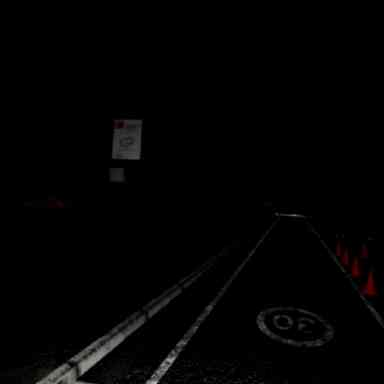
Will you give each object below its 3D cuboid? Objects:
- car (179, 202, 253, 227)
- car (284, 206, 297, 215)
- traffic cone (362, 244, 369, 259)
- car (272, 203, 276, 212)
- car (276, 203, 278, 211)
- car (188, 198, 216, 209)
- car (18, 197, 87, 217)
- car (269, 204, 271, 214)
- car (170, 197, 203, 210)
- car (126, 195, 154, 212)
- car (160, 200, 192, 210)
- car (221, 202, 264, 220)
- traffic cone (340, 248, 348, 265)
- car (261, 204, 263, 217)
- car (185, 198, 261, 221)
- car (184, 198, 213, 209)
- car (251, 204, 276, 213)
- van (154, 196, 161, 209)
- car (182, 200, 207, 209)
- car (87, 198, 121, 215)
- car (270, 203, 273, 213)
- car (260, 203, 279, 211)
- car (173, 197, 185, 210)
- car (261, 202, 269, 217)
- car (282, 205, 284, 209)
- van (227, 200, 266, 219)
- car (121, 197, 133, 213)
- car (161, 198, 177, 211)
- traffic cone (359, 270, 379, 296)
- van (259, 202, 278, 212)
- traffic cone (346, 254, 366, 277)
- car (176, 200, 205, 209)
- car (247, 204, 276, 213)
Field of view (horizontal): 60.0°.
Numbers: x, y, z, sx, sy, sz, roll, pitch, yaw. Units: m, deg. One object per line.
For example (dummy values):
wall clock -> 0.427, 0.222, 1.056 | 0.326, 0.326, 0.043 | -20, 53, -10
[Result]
car -> 1.875, 1.830, 25.428 | 4.892, 1.521, 2.231 | 3, -1, 17
car -> 18.979, 3.495, 63.044 | 1.882, 1.535, 5.008 | 3, -1, 17
traffic cone -> 7.224, 2.476, 13.925 | 0.340, 0.580, 0.340 | 3, -1, 16
car -> 9.888, 2.502, 52.281 | 5.566, 2.045, 2.435 | 3, -1, 17
car -> 13.108, 3.153, 63.005 | 5.008, 1.535, 2.097 | 3, -1, 17
car -> 2.126, 2.475, 71.774 | 5.566, 2.045, 2.435 | 3, -1, 17
car -> -11.427, 1.126, 26.562 | 5.008, 1.535, 2.097 | 3, -1, 17
car -> 7.504, 2.466, 44.212 | 4.892, 1.521, 2.231 | 3, -1, 17
car -> -1.020, 2.070, 61.223 | 5.566, 2.045, 2.435 | 3, -1, 17
car -> -7.393, 1.427, 39.886 | 4.553, 1.767, 2.185 | 3, -1, 17
car -> -2.624, 2.156, 55.884 | 4.792, 1.488, 2.163 | 3, -1, 17
car -> 5.931, 2.147, 38.837 | 4.553, 1.767, 2.185 | 3, -1, 17
traffic cone -> 5.692, 2.379, 12.298 | 0.340, 0.580, 0.340 | 3, -1, 17
car -> 4.280, 2.084, 33.478 | 4.892, 1.521, 2.231 | 3, -1, 17
car -> 2.662, 1.658, 28.123 | 5.566, 2.045, 2.435 | 3, -1, 17
car -> 1.367, 2.374, 69.225 | 5.566, 2.045, 2.435 | 3, -1, 17
car -> 14.673, 3.391, 68.380 | 4.792, 1.488, 2.163 | 3, -1, 17
van -> -6.731, 1.412, 42.593 | 4.442, 1.987, 1.878 | 3, -1, 17
car -> 0.495, 2.556, 66.441 | 4.674, 1.452, 2.002 | 3, -1, 17
car -> -9.835, 1.285, 31.895 | 5.008, 1.535, 2.097 | 3, -1, 17
car -> 9.106, 2.658, 49.581 | 5.008, 1.535, 2.097 | 3, -1, 17
car -> 20.340, 3.980, 87.159 | 4.553, 1.767, 2.185 | 3, -1, 17
car -> -4.064, 1.938, 50.504 | 5.366, 1.575, 1.946 | 3, -1, 17
car -> 5.078, 1.925, 36.175 | 5.566, 2.045, 2.435 | 3, -1, 17
car -> 21.944, 4.066, 92.532 | 5.566, 2.045, 2.435 | 3, -1, 17
van -> 6.820, 2.148, 41.499 | 4.442, 1.987, 1.878 | 3, -1, 17
car -> -9.033, 1.411, 34.562 | 4.674, 1.452, 2.002 | 3, -1, 17
car -> -5.038, 1.876, 47.889 | 4.674, 1.452, 2.002 | 3, -1, 17
traffic cone -> 4.542, 2.281, 8.468 | 0.340, 0.580, 0.340 | 3, -1, 17
van -> 18.827, 3.672, 81.767 | 4.442, 1.987, 1.878 | 3, -1, 17
traffic cone -> 5.117, 2.330, 10.383 | 0.340, 0.580, 0.340 | 3, -1, 17
car -> -0.260, 2.420, 63.893 | 5.008, 1.535, 2.097 | 3, -1, 17
car -> 13.725, 3.245, 65.741 | 5.366, 1.575, 1.946 | 3, -1, 17
